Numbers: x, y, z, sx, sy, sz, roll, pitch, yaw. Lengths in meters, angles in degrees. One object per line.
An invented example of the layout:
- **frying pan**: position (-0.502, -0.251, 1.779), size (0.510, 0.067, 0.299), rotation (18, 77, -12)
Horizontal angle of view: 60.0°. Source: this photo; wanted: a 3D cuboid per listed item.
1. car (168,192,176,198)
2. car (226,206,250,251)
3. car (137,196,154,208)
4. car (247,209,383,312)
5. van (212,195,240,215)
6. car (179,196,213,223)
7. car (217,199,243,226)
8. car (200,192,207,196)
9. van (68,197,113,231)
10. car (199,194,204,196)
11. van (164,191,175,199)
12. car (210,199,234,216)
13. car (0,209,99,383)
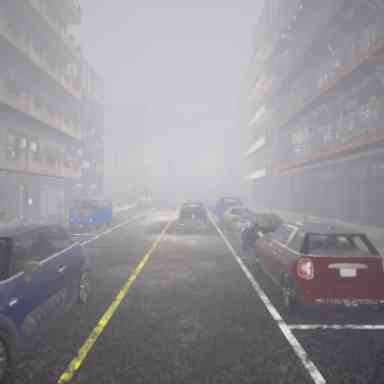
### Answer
- **car**: position (-5.491, 0.725, 91.081), size (1.967, 1.590, 4.097), rotation (1, 0, 0)
- **car**: position (2.661, 1.464, 13.289), size (1.947, 1.339, 4.313), rotation (1, 0, 0)
- **car**: position (-5.794, 1.228, 41.705), size (2.008, 1.369, 4.403), rotation (1, 0, 0)
- **car**: position (2.666, 1.381, 7.617), size (1.967, 1.590, 4.097), rotation (1, 0, 0)
- **van**: position (2.657, 1.151, 24.628), size (1.690, 1.788, 3.998), rotation (1, 0, 0)
- **car**: position (0.084, 1.313, 23.388), size (2.128, 1.511, 4.902), rotation (0, 1, 0)
- **car**: position (2.658, 1.378, 19.129), size (1.752, 1.417, 4.829), rotation (1, 0, 0)
- **car**: position (2.919, 0.939, 78.092), size (2.008, 1.369, 4.403), rotation (1, 0, 0)
- **van**: position (-5.686, 1.194, 19.025), size (1.690, 1.788, 3.998), rotation (1, 0, 0)
- **car**: position (0.078, 1.258, 39.529), size (1.994, 1.385, 4.181), rotation (0, 0, 0)
- **van**: position (-5.631, 0.717, 79.747), size (1.690, 1.788, 3.998), rotation (1, 0, 0)
- **car**: position (2.650, 1.348, 30.300), size (1.802, 1.307, 4.206), rotation (1, 0, 0)
- **car**: position (-3.102, 1.314, 4.853), size (2.097, 1.767, 4.553), rotation (0, 0, 0)
